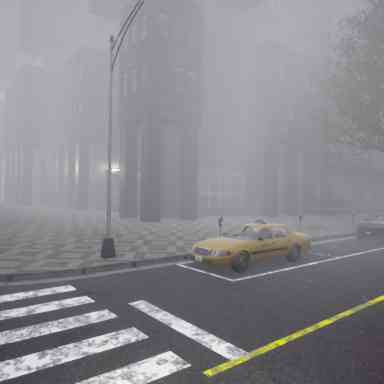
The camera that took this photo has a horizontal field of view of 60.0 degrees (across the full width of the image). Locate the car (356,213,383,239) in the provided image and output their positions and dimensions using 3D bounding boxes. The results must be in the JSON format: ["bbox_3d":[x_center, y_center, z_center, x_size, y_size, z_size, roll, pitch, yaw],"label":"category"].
[{"bbox_3d":[10.473,1.808,17.832,4.507,1.381,1.887,1,0,-39],"label":"car"}]

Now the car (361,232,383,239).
[{"bbox_3d":[5.595,1.603,6.552,4.902,1.511,2.128,1,-1,-39],"label":"car"}]

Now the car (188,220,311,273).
[{"bbox_3d":[2.076,1.632,11.121,4.829,1.417,1.752,1,0,-39],"label":"car"}]
